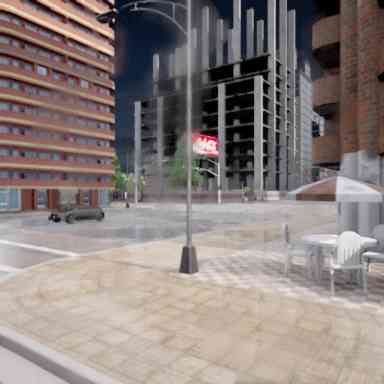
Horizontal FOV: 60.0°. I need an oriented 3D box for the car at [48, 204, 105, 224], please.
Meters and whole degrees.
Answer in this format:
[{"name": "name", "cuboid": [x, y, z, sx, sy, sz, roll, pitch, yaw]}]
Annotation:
[{"name": "car", "cuboid": [-8.799, 1.631, 25.656, 1.994, 1.385, 4.181, 0, 0, 36]}]
